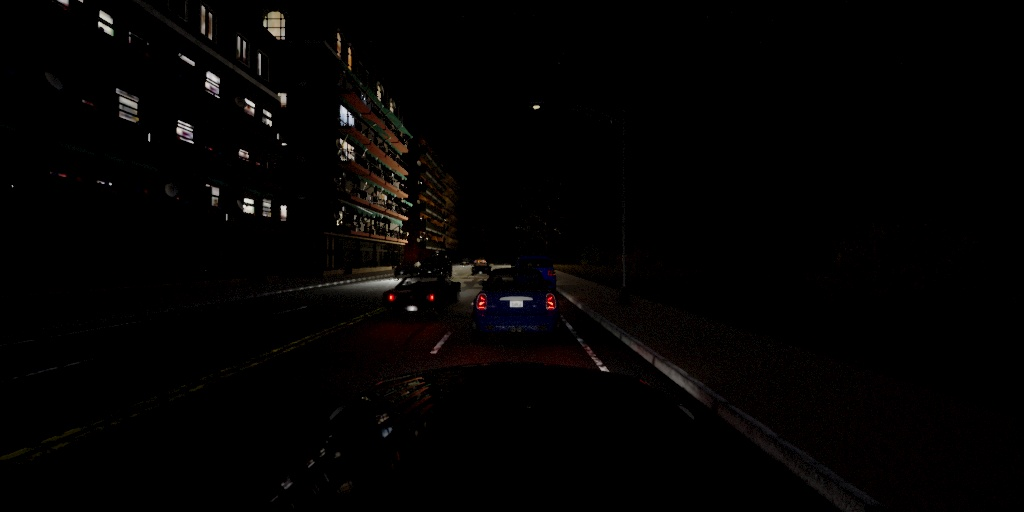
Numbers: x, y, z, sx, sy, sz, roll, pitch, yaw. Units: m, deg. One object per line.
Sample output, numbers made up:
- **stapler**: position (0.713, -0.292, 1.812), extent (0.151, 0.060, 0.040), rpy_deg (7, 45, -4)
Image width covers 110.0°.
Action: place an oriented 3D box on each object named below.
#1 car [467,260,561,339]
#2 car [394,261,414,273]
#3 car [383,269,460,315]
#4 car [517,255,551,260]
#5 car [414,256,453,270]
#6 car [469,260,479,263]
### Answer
- **car**: position (0.098, 1.104, 10.218), extent (2.097, 1.767, 4.553), rpy_deg (0, 0, 0)
- **car**: position (-9.851, 1.245, 34.475), extent (2.128, 1.511, 4.902), rpy_deg (0, 0, 0)
- **car**: position (-3.151, 1.353, 13.562), extent (1.895, 1.301, 4.718), rpy_deg (0, 0, 0)
- **car**: position (1.137, 0.978, 19.793), extent (2.150, 2.045, 5.566), rpy_deg (0, 0, 0)
- **car**: position (-6.599, 0.975, 31.470), extent (2.150, 2.045, 5.566), rpy_deg (0, 0, 0)
- **car**: position (-3.149, 1.355, 38.231), extent (1.895, 1.301, 4.718), rpy_deg (0, 0, 0)
